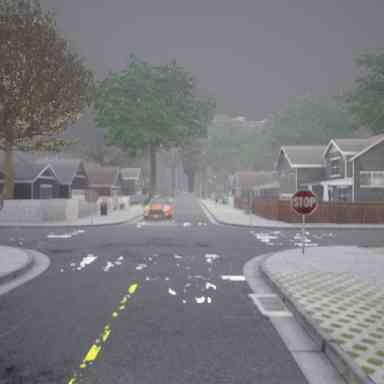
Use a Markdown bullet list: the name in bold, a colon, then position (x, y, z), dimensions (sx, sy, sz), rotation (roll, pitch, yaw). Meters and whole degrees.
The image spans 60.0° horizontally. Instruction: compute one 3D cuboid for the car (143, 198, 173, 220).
- **car**: position (-2.756, 1.282, 27.771), dimensions (2.097, 1.767, 4.553), rotation (0, 0, 0)
